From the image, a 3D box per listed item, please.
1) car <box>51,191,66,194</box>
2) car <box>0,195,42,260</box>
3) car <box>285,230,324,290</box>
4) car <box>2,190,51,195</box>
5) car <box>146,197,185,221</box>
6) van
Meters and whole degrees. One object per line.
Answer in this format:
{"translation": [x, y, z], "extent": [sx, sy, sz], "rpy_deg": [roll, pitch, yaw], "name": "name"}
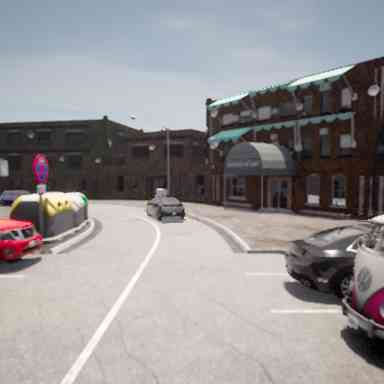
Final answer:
{"translation": [-15.340, 0.615, 36.028], "extent": [4.674, 1.442, 1.812], "rpy_deg": [-1, 2, 21], "name": "car"}
{"translation": [-7.640, 1.232, 10.160], "extent": [5.566, 2.045, 2.435], "rpy_deg": [0, 0, 0], "name": "car"}
{"translation": [4.653, 1.507, 7.617], "extent": [4.892, 1.521, 2.231], "rpy_deg": [0, 1, 0], "name": "car"}
{"translation": [-16.967, 0.627, 33.140], "extent": [4.553, 1.767, 2.097], "rpy_deg": [-1, 3, 17], "name": "car"}
{"translation": [-1.977, 1.085, 23.600], "extent": [2.128, 1.511, 4.902], "rpy_deg": [-1, 3, -20], "name": "car"}
{"translation": [4.539, 1.286, 4.809], "extent": [4.442, 1.987, 1.878], "rpy_deg": [0, 0, 0], "name": "van"}
